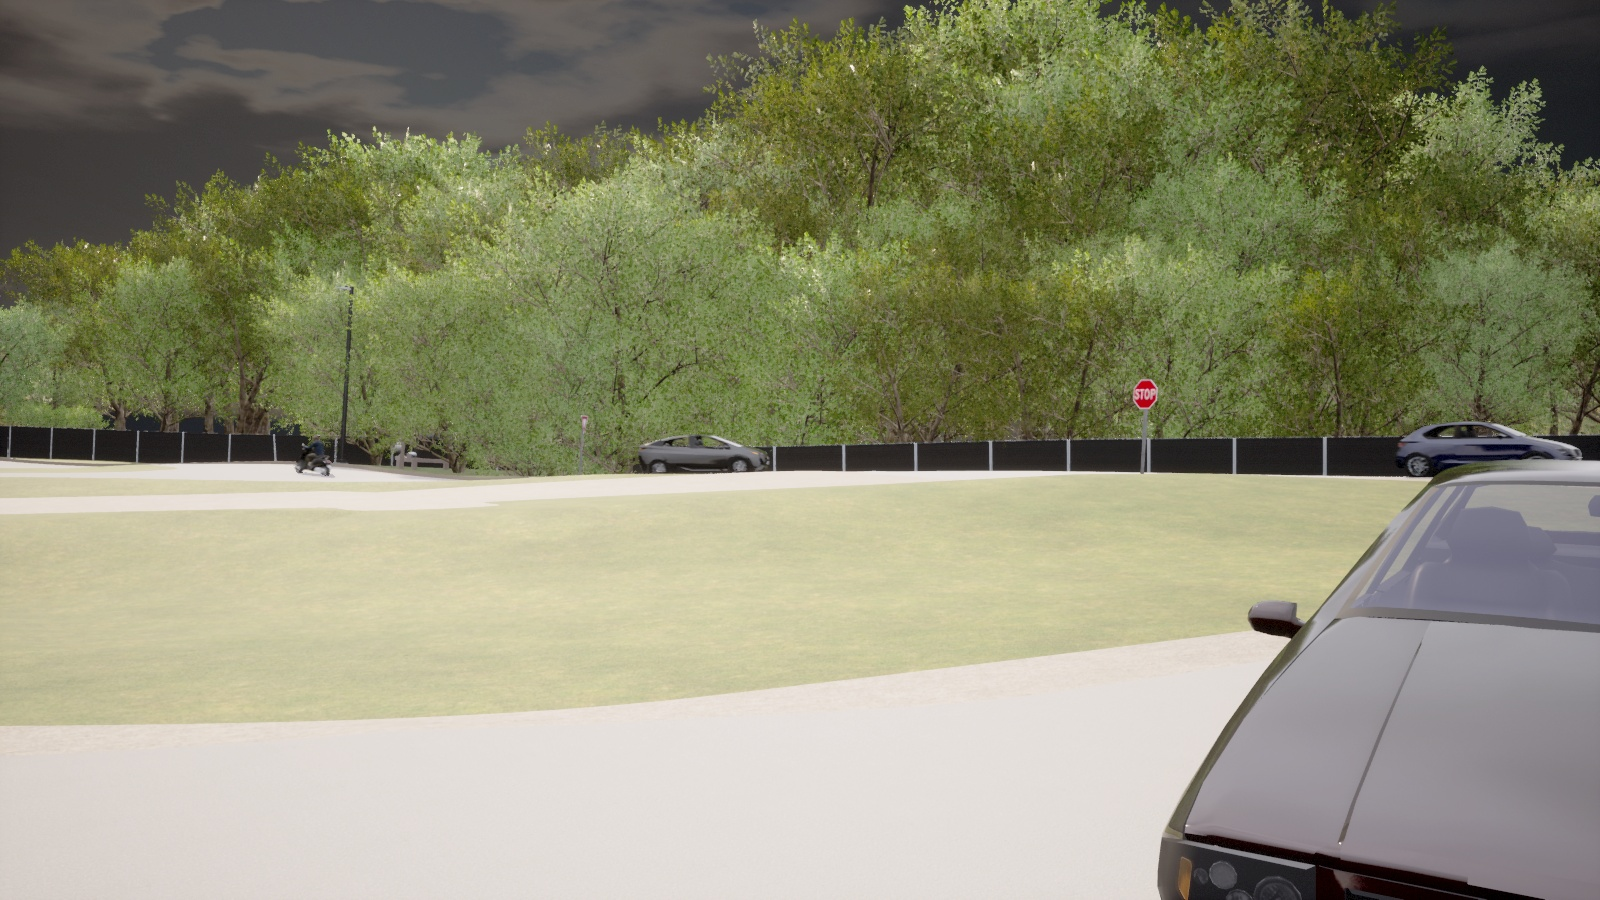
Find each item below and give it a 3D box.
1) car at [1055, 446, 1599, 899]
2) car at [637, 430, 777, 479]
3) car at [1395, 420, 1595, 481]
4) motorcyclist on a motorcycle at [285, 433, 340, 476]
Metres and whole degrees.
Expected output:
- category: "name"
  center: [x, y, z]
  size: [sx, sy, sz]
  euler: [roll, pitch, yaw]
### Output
- category: "car"
  center: [2.824, 0.751, 4.233]
  size: [2.033, 1.411, 5.357]
  euler: [2, 2, 33]
- category: "car"
  center: [-3.193, 0.163, 43.697]
  size: [4.514, 1.525, 2.007]
  euler: [-2, 0, 7]
- category: "car"
  center: [17.880, 0.025, 32.428]
  size: [4.193, 1.474, 1.816]
  euler: [0, -1, 43]
- category: "motorcyclist on a motorcycle"
  center: [-19.473, 0.179, 50.124]
  size: [1.817, 1.590, 0.866]
  euler: [4, -1, 22]
